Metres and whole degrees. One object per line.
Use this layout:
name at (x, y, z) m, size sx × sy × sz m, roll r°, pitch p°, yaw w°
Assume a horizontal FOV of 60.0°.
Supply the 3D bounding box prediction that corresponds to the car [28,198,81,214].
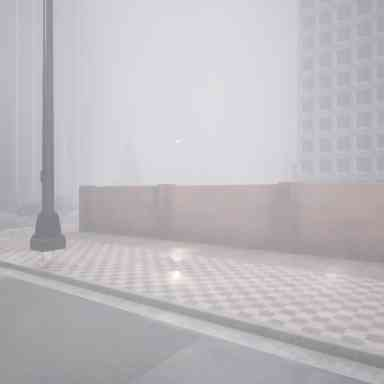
car at (-14.711, 1.478, 35.855) m, size 1.882 × 1.535 × 5.008 m, roll 0°, pitch 0°, yaw 35°

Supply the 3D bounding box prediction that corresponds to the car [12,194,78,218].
car at (-13.752, 1.221, 31.135) m, size 2.150 × 2.045 × 5.566 m, roll 0°, pitch 0°, yaw 35°
